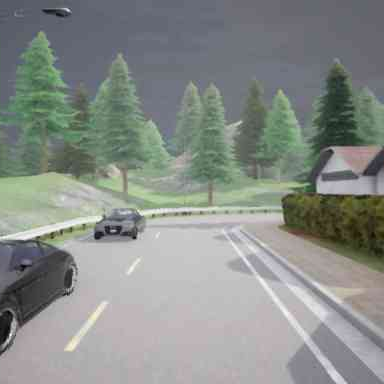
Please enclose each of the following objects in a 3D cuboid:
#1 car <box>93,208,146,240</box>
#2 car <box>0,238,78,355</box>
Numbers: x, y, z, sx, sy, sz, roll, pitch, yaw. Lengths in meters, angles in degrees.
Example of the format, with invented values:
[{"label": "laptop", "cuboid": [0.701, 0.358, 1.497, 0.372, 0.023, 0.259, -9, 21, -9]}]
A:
[{"label": "car", "cuboid": [-3.508, 1.534, 16.801, 1.994, 1.385, 4.181, 0, 0, 0]}, {"label": "car", "cuboid": [-3.578, 1.555, 5.870, 1.994, 1.385, 4.181, 0, 0, 0]}]
